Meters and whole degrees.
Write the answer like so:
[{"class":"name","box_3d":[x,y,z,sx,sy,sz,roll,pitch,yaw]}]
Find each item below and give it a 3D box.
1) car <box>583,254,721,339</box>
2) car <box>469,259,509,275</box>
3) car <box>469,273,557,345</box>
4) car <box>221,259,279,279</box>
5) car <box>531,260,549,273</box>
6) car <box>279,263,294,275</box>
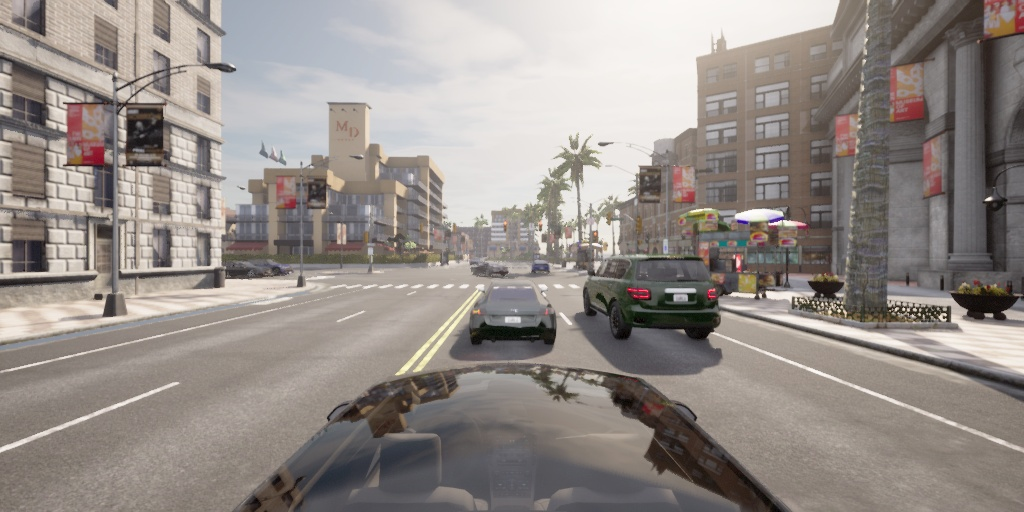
[{"class":"car","box_3d":[3.526,0.968,10.176,2.150,2.045,5.566,0,0,0]},{"class":"car","box_3d":[-2.342,1.284,36.251,2.033,1.411,5.357,0,0,-31]},{"class":"car","box_3d":[0.025,1.311,9.539,1.994,1.385,4.181,0,0,0]},{"class":"car","box_3d":[-24.392,1.243,32.426,4.892,1.490,1.837,0,0,-1]},{"class":"car","box_3d":[3.356,1.212,42.993,1.882,1.535,5.008,0,0,0]},{"class":"car","box_3d":[-24.485,1.089,35.936,4.553,1.767,2.097,0,0,-1]}]
